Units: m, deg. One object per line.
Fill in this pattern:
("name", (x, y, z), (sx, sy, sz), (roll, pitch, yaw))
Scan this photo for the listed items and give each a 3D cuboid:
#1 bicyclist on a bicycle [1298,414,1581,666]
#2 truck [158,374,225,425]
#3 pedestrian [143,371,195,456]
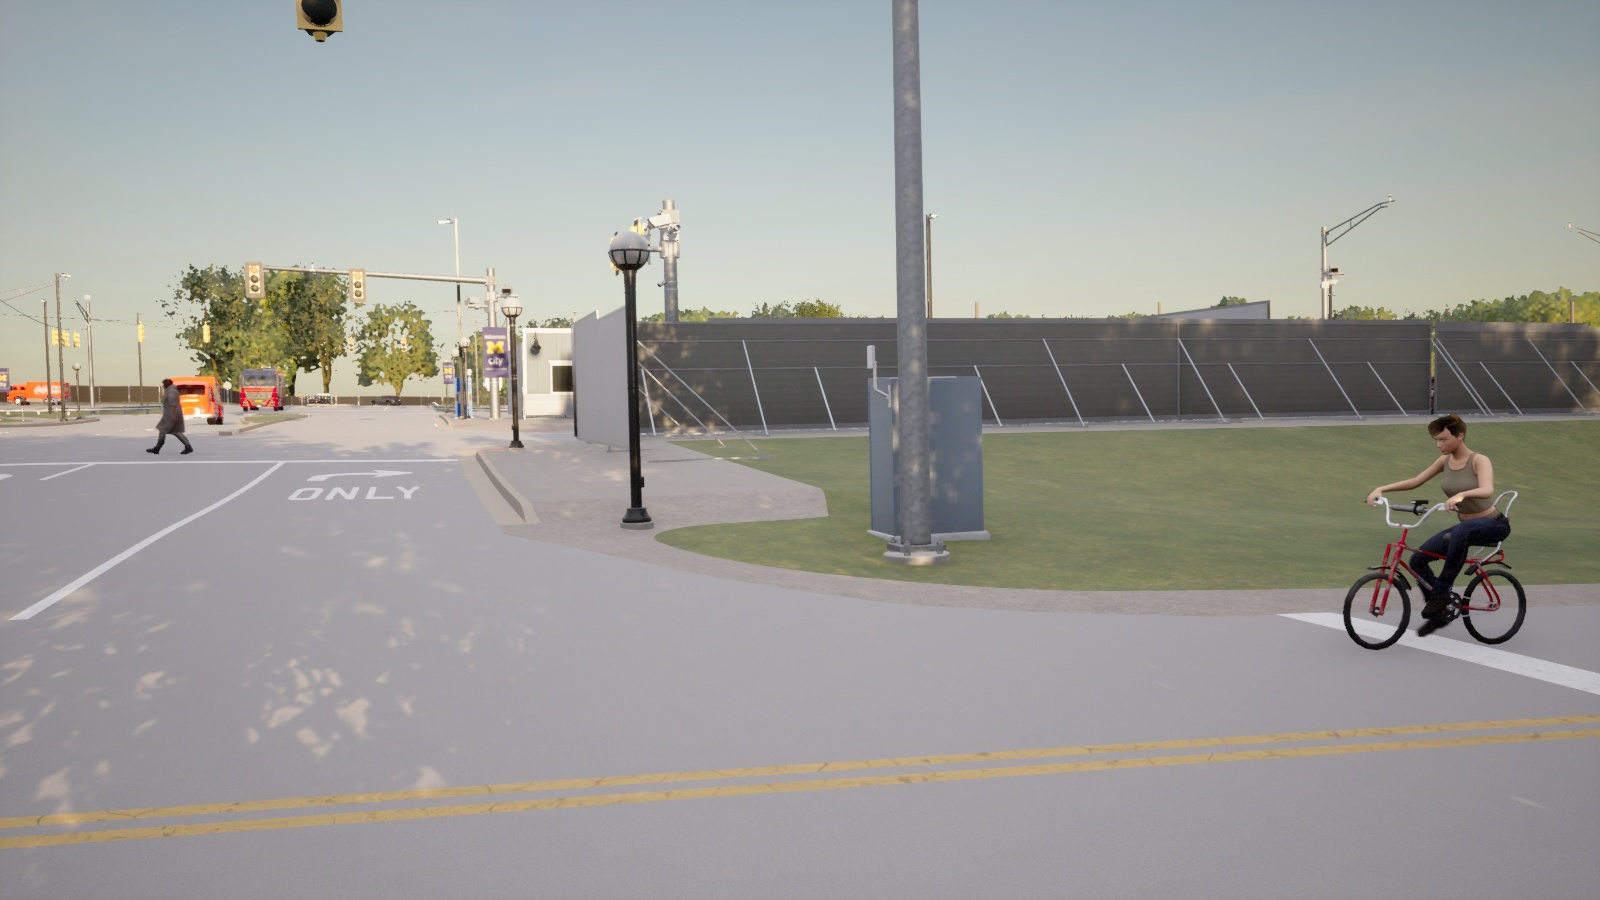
("bicyclist on a bicycle", (4.375, 0.568, 8.648), (1.509, 1.612, 0.866), (0, 1, -14))
("truck", (-30.830, -2.528, 63.792), (2.627, 2.467, 5.204), (-1, 2, -21))
("pedestrian", (-14.776, -0.856, 29.417), (0.873, 1.952, 0.659), (-2, 2, -10))
